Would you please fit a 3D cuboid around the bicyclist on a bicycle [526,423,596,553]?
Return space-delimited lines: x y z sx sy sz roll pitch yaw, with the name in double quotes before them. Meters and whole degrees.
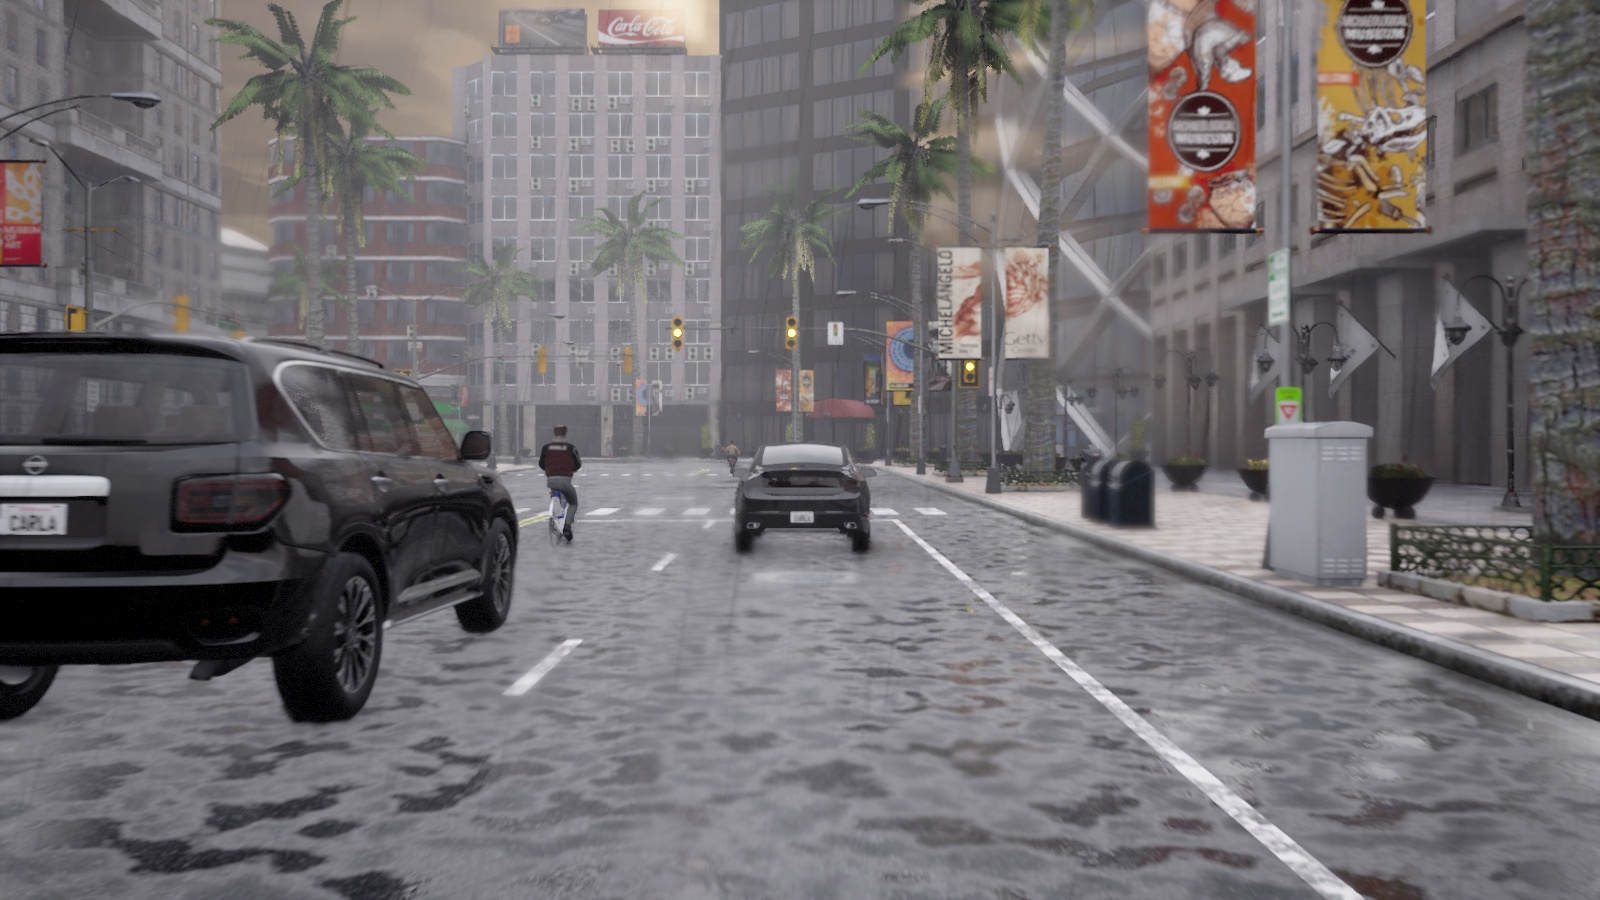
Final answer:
"bicyclist on a bicycle" -3.424 0.512 18.133 0.659 1.776 1.843 0 0 0

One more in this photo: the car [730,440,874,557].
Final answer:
"car" 0.058 0.643 18.479 1.837 1.490 4.892 0 -1 1

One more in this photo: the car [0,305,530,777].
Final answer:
"car" -3.458 0.411 8.238 2.150 2.045 5.566 0 0 0
